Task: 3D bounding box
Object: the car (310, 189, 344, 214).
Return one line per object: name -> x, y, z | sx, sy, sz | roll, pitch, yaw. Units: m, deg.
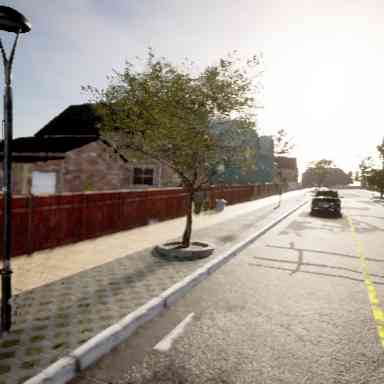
car -> 9.465, 0.584, 23.363 | 1.837, 1.490, 4.892 | 4, 3, 24
